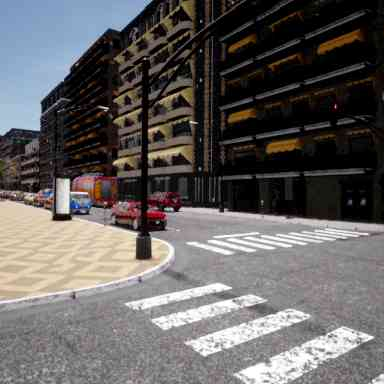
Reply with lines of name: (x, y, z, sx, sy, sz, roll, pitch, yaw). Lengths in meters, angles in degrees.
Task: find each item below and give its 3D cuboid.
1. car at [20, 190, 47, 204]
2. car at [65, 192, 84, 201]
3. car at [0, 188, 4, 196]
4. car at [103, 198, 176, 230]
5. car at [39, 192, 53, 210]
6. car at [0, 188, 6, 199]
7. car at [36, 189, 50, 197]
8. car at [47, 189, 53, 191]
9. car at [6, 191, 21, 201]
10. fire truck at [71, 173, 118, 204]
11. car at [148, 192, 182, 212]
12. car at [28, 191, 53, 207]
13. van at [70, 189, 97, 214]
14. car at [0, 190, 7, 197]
car: (-19.641, 0.805, 41.318, 1.752, 1.417, 4.829, 2, 0, -36)
car: (-19.654, 0.748, 55.540, 1.947, 1.339, 4.313, 2, 0, -36)
car: (-43.093, -0.022, 73.428, 2.192, 1.841, 5.009, 2, 0, -36)
car: (-3.057, 1.261, 18.618, 1.887, 1.381, 4.507, 2, 0, -36)
car: (-13.067, 0.997, 32.320, 1.887, 1.381, 4.507, 2, 0, -36)
car: (-33.089, 0.470, 59.725, 1.887, 1.381, 4.507, 2, 0, -36)
car: (-32.998, 0.272, 73.810, 1.967, 1.590, 4.097, 2, 0, -36)
car: (-26.427, 0.530, 64.813, 1.752, 1.417, 4.829, 2, 0, -36)
car: (-26.412, 0.541, 50.590, 1.967, 1.590, 4.097, 2, 0, -36)
fire truck: (-12.044, -0.247, 40.582, 2.891, 3.827, 8.468, 1, 0, -36)
car: (-2.962, 0.937, 32.702, 2.192, 1.841, 5.009, 2, 0, -36)
car: (-16.404, 0.909, 36.888, 1.887, 1.381, 4.507, 2, 0, -36)
van: (-9.724, 0.881, 27.753, 1.690, 1.788, 3.998, 2, 0, -36)
car: (-39.763, 0.301, 68.860, 2.008, 1.369, 4.403, 2, 0, -36)
